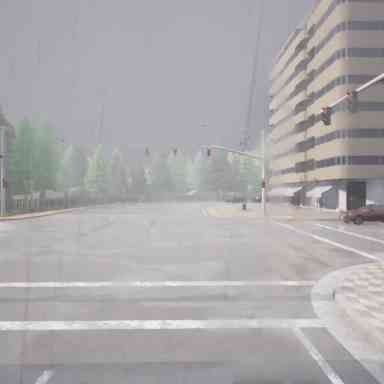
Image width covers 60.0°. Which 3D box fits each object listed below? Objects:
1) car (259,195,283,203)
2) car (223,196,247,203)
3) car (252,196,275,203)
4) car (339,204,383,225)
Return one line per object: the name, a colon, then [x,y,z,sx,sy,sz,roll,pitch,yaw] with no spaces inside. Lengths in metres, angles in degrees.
car: [17.555,1.525,73.762,4.902,1.511,2.128,0,0,-23]
car: [8.891,1.547,68.158,5.357,1.411,2.033,0,0,-38]
car: [14.204,1.525,67.860,4.674,1.442,1.812,0,0,-34]
car: [13.167,1.581,24.113,4.674,1.442,1.812,0,0,-1]
